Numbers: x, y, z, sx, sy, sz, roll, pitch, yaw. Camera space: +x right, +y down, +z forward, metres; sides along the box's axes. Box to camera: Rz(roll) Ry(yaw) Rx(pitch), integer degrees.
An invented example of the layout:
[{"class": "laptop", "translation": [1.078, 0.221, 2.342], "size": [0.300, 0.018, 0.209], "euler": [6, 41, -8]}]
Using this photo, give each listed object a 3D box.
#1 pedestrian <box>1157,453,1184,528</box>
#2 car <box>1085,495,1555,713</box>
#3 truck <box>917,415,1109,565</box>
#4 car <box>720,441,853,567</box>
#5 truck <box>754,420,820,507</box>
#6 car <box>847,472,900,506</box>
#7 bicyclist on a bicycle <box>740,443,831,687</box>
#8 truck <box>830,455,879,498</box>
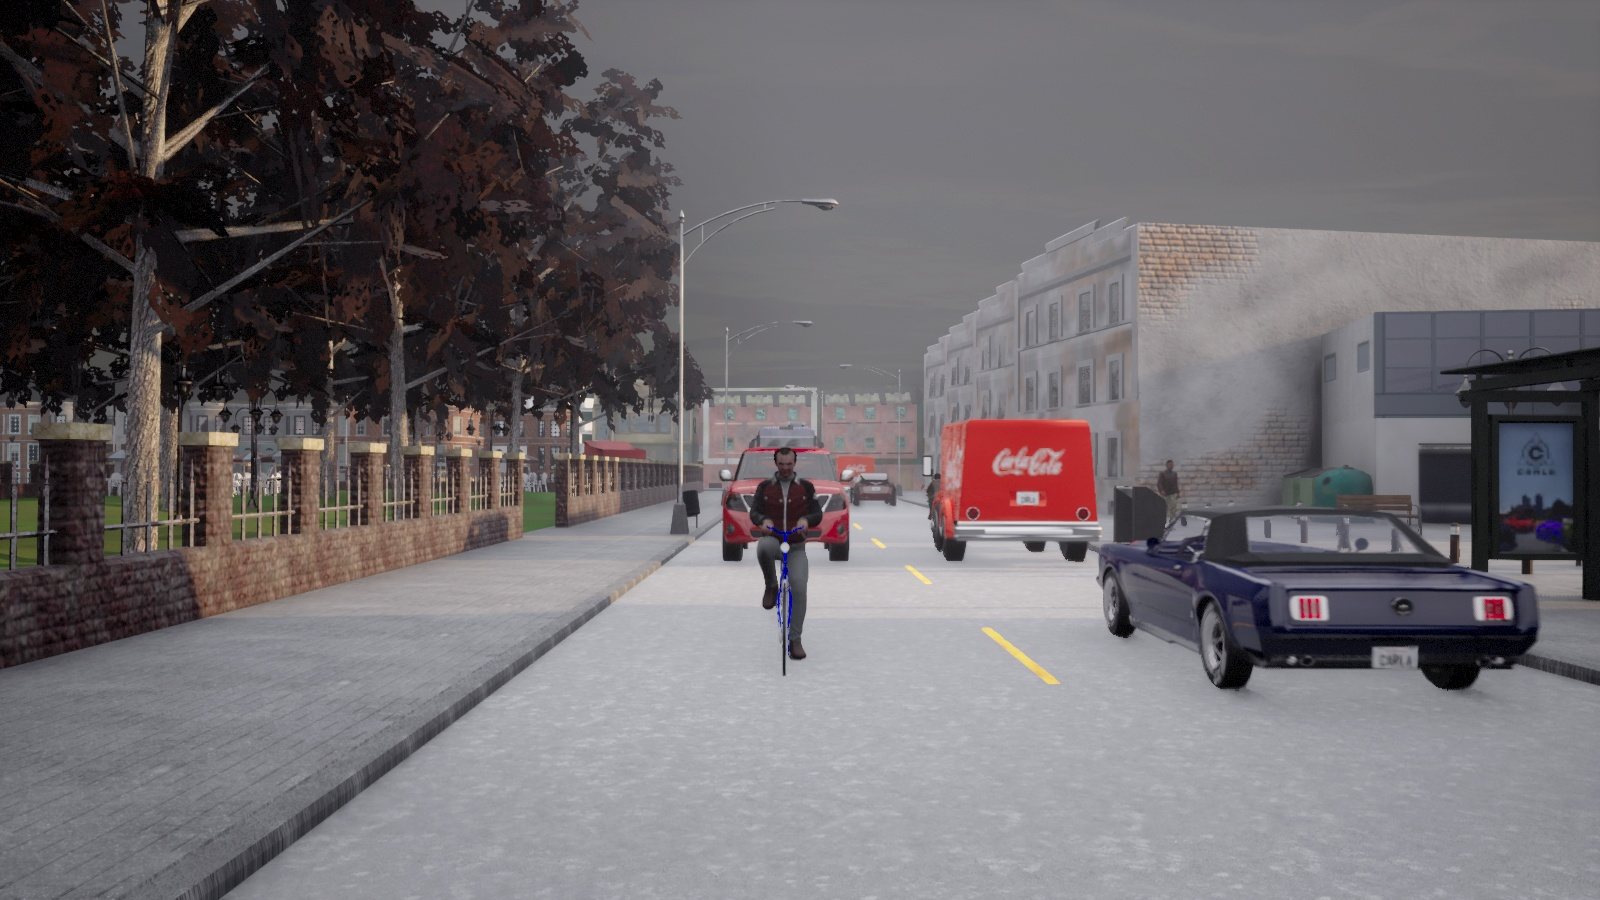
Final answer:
[{"class": "pedestrian", "translation": [9.215, 1.011, 31.256], "size": [0.431, 1.840, 0.703], "euler": [0, -1, -2]}, {"class": "car", "translation": [3.879, 1.074, 10.434], "size": [1.895, 1.301, 4.718], "euler": [0, -1, -1]}, {"class": "truck", "translation": [3.752, 0.704, 23.320], "size": [2.627, 2.467, 5.204], "euler": [0, -1, -1]}, {"class": "car", "translation": [-0.248, 0.925, 23.292], "size": [2.150, 2.045, 5.566], "euler": [0, -1, -1]}, {"class": "truck", "translation": [-0.636, 0.651, 59.584], "size": [2.891, 3.827, 8.468], "euler": [0, -1, -1]}, {"class": "car", "translation": [3.383, 1.782, 58.555], "size": [2.163, 1.488, 4.792], "euler": [0, -1, -1]}, {"class": "bicyclist on a bicycle", "translation": [-0.113, 0.854, 10.064], "size": [0.659, 1.776, 1.843], "euler": [0, -1, 0]}, {"class": "truck", "translation": [3.200, 1.568, 74.811], "size": [2.627, 2.467, 5.204], "euler": [0, -1, -1]}]
